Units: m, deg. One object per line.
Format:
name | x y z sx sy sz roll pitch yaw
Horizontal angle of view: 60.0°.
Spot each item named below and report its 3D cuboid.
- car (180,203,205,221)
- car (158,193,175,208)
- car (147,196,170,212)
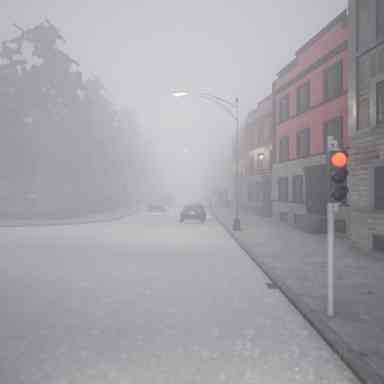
car | 0.084 1.564 27.044 1.994 1.385 4.181 0 0 2
car | -4.088 1.221 49.539 2.150 2.045 5.566 0 0 0
car | -4.095 1.547 39.352 2.033 1.411 5.357 0 0 0
